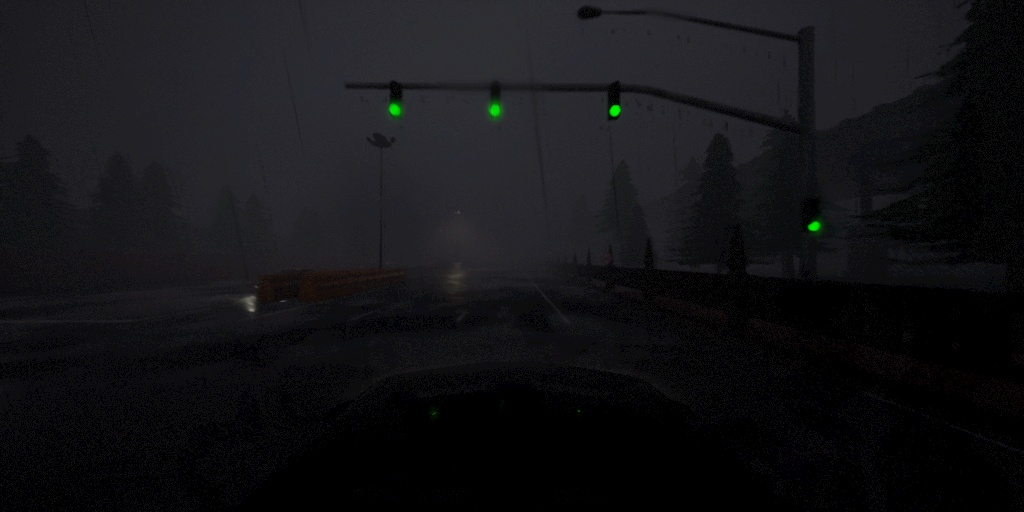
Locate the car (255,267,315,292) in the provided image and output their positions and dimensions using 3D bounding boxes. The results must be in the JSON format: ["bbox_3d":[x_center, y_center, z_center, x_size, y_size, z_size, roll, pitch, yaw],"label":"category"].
[{"bbox_3d":[-13.987,1.476,22.851,1.882,1.535,5.008,0,1,0],"label":"car"}]
